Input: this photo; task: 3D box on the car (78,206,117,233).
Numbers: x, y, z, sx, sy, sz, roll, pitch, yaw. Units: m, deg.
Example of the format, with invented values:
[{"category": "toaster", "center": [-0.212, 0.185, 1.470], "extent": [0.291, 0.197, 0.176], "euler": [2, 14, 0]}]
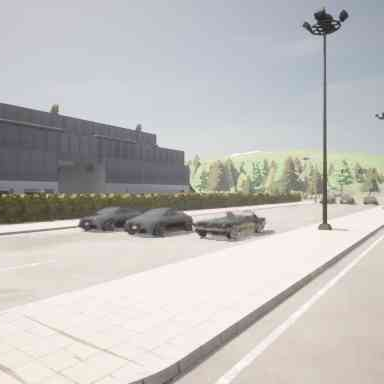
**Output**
[{"category": "car", "center": [-4.607, 1.564, 19.862], "extent": [1.994, 1.385, 4.181], "euler": [0, 0, 36]}]

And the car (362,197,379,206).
[{"category": "car", "center": [30.354, 1.525, 56.478], "extent": [1.812, 1.442, 4.674], "euler": [0, 0, 36]}]

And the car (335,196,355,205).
[{"category": "car", "center": [27.036, 1.493, 57.866], "extent": [2.128, 1.511, 4.902], "euler": [0, 0, 36]}]

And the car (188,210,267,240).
[{"category": "car", "center": [2.091, 1.601, 17.182], "extent": [1.895, 1.301, 4.718], "euler": [0, 0, 36]}]

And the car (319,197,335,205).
[{"category": "car", "center": [24.882, 1.548, 60.858], "extent": [2.033, 1.411, 5.357], "euler": [0, 0, 35]}]

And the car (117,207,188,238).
[{"category": "car", "center": [-1.662, 1.564, 17.959], "extent": [1.994, 1.385, 4.181], "euler": [0, 0, 36]}]
